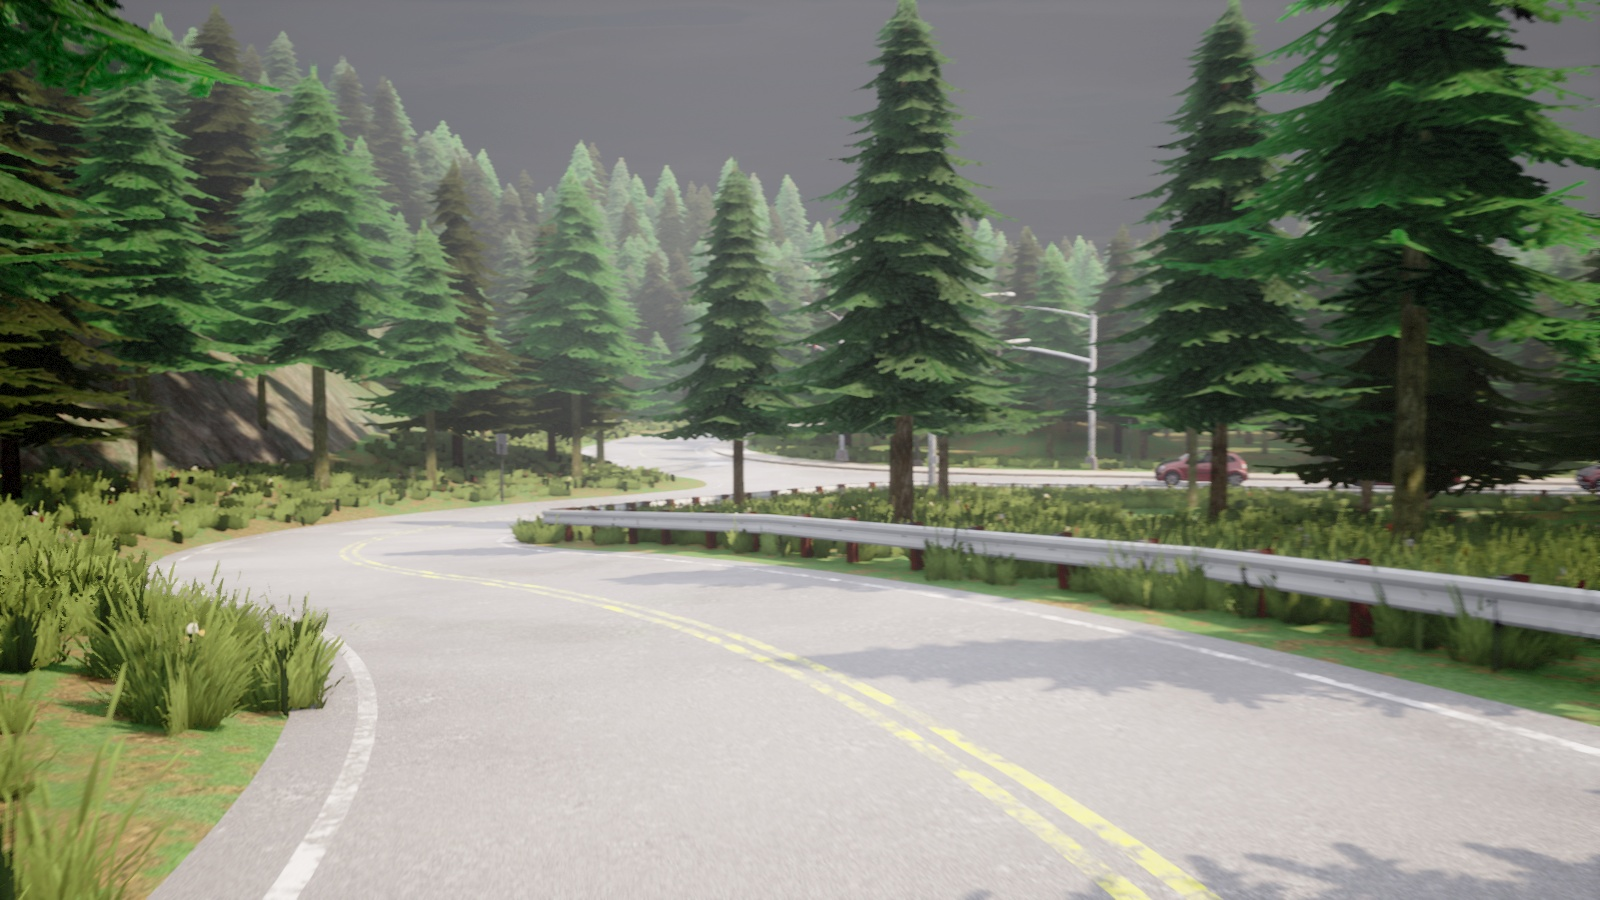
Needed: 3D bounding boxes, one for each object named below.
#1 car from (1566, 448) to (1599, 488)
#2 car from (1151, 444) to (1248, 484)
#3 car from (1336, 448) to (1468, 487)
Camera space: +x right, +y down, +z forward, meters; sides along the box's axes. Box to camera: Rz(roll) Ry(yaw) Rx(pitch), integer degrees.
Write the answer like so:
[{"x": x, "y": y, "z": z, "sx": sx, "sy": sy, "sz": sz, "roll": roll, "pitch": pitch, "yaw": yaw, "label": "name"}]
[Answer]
[{"x": 34.925, "y": 0.751, "z": 53.295, "sx": 3.705, "sy": 1.549, "sz": 1.789, "roll": 1, "pitch": 4, "yaw": 10, "label": "car"}, {"x": 17.945, "y": 0.600, "z": 56.595, "sx": 3.988, "sy": 1.617, "sz": 1.851, "roll": 0, "pitch": 4, "yaw": 11, "label": "car"}, {"x": 26.249, "y": 0.738, "z": 54.937, "sx": 4.792, "sy": 1.488, "sz": 2.163, "roll": 0, "pitch": 4, "yaw": 11, "label": "car"}]
